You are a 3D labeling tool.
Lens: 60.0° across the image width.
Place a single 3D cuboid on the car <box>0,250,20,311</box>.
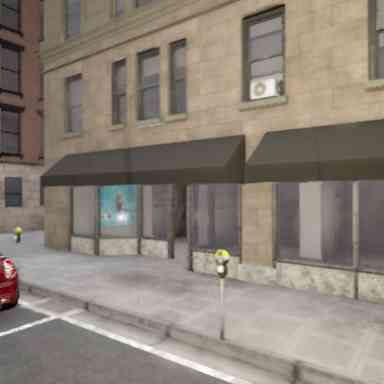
[{"bbox_3d":[-5.232,1.457,6.544,4.097,1.590,1.967,0,0,36],"label":"car"}]
